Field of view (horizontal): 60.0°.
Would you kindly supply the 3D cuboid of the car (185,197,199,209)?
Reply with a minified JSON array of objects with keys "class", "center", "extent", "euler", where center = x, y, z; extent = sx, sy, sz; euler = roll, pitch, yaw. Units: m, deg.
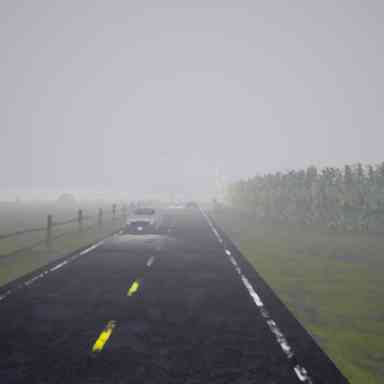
[{"class":"car","center":[-0.006,1.720,49.910],"extent":[2.128,1.511,4.902],"euler":[0,0,0]}]

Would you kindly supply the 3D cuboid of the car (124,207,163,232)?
[{"class":"car","center":[-2.856,1.639,20.884],"extent":[2.033,1.411,5.357],"euler":[0,0,0]}]

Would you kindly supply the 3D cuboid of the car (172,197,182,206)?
[{"class":"car","center":[-2.792,1.778,62.405],"extent":[2.128,1.511,4.902],"euler":[0,0,1]}]

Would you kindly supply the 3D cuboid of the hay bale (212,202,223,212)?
[{"class":"hay bale","center":[3.116,1.842,41.231],"extent":[1.220,1.180,1.240],"euler":[0,0,0]}]

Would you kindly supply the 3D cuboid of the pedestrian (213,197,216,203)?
[{"class":"pedestrian","center":[2.815,1.496,42.332],"extent":[0.375,1.860,0.375],"euler":[0,0,-3]}]

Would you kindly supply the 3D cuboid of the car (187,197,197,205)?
[{"class":"car","center":[-0.015,1.782,65.330],"extent":[1.882,1.535,5.008],"euler":[0,0,0]}]
